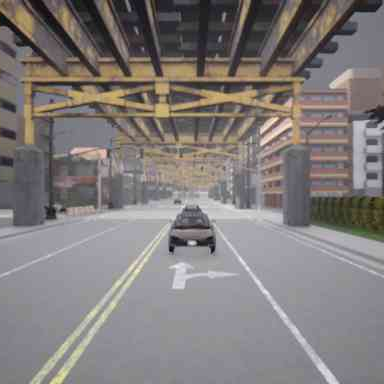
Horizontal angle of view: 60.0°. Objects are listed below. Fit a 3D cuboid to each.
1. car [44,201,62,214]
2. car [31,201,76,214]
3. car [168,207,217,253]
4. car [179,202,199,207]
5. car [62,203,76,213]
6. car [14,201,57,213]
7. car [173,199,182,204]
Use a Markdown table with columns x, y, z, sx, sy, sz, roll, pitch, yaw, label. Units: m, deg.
| x | y | z | sx | sy | sz | roll | pitch | yaw | label |
| --- | --- | --- | --- | --- | --- | --- | --- | --- | --- |
| -17.068 | 1.798 | 36.330 | 4.974 | 1.542 | 2.038 | 0 | -1 | 25 | car |
| -16.739 | 1.837 | 40.488 | 4.974 | 1.542 | 2.038 | 0 | -1 | -20 | car |
| 0.013 | 1.629 | 14.297 | 2.128 | 1.511 | 4.902 | 0 | 0 | 0 | car |
| 0.046 | 1.843 | 29.297 | 1.994 | 1.385 | 4.181 | 0 | 0 | 1 | car |
| -16.788 | 1.680 | 40.472 | 4.536 | 1.218 | 1.853 | 0 | -1 | -20 | car |
| -17.115 | 1.641 | 36.353 | 4.536 | 1.218 | 1.853 | 0 | -1 | 25 | car |
| -3.455 | 2.303 | 80.263 | 1.895 | 1.301 | 4.718 | 0 | 0 | 0 | car |
